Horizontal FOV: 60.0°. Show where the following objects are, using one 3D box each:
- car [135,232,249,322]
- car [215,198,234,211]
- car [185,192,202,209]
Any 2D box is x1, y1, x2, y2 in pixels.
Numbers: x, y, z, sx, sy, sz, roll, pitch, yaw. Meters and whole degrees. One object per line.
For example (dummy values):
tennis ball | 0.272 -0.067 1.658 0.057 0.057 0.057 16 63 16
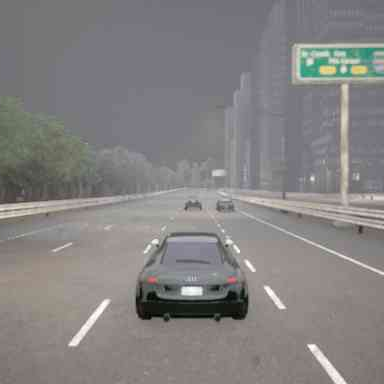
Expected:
car | 0.003 1.562 7.350 1.994 1.385 4.181 0 0 0
car | 3.744 1.414 38.478 2.128 1.511 4.902 0 0 0
car | 0.181 1.247 42.972 2.097 1.767 4.553 0 0 1
